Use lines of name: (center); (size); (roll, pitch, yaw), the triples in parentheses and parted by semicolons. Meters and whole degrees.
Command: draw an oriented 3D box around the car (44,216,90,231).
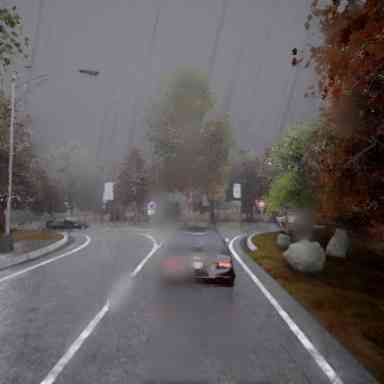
car: (-12.672, 3.158, 33.511); (5.357, 1.411, 2.033); (-3, -5, 35)

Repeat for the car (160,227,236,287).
car: (0.165, 1.746, 9.799); (2.033, 1.411, 5.357); (0, -2, 1)

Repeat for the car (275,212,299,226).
car: (13.631, 3.850, 47.980); (2.150, 2.045, 5.566); (1, -4, -2)
